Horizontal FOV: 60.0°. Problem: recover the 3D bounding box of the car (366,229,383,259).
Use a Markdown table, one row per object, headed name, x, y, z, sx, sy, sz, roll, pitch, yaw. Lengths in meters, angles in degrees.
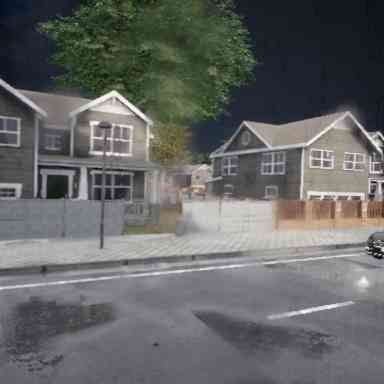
| name | x | y | z | sx | sy | sz | roll | pitch | yaw |
| --- | --- | --- | --- | --- | --- | --- | --- | --- | --- |
| car | 7.785 | 1.495 | 10.746 | 4.892 | 1.490 | 1.837 | 1 | 1 | -26 |
